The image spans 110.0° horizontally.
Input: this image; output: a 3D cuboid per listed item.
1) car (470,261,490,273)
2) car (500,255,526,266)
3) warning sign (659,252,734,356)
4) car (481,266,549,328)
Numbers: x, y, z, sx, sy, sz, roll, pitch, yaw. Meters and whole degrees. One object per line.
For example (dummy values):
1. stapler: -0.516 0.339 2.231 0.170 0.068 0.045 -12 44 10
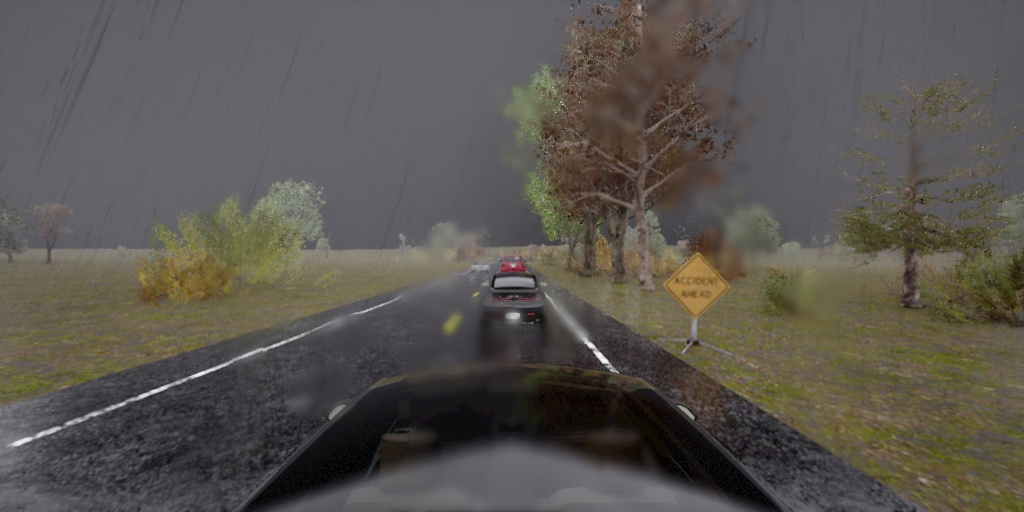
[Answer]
1. car: -3.585 1.272 40.691 1.895 1.301 4.718 0 0 0
2. car: 0.105 0.918 32.313 2.150 2.045 5.566 0 0 0
3. warning sign: 3.552 0.858 7.020 1.300 1.860 1.060 0 0 0
4. car: 0.079 1.242 11.322 1.837 1.490 4.892 0 1 0
